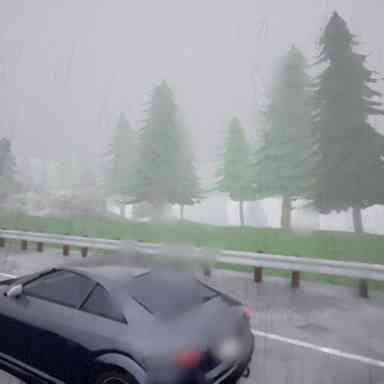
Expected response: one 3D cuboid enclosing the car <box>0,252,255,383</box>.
[{"bbox_3d":[-1.310,1.551,4.454,4.181,1.385,1.994,0,0,33],"label":"car"}]
